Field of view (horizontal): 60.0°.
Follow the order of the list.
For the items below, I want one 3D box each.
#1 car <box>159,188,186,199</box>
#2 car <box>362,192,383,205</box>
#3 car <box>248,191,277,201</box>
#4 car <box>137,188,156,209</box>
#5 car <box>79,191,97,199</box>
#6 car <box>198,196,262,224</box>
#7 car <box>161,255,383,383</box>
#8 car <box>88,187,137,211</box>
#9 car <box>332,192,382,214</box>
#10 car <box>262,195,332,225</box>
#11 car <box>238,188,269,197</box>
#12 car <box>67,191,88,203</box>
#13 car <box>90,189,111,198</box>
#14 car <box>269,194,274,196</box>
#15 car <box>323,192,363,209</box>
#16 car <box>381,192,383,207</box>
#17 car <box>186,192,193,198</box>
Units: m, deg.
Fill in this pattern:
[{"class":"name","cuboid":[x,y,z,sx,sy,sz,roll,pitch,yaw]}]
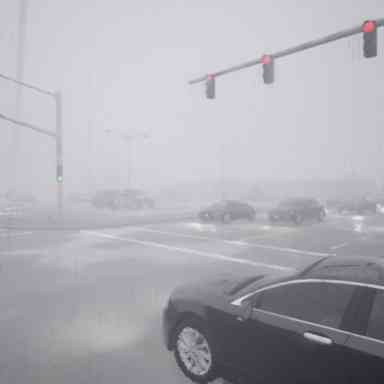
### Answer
[{"class":"car","cuboid":[-3.870,0.281,60.007,1.932,1.855,4.605,-1,1,-45]},{"class":"car","cuboid":[23.204,0.737,41.117,5.357,1.411,2.033,-1,1,-42]},{"class":"car","cuboid":[10.501,0.562,49.553,1.970,1.475,3.806,-1,1,-45]},{"class":"car","cuboid":[-5.541,0.690,33.747,1.905,1.878,3.866,-1,1,-45]},{"class":"car","cuboid":[-20.264,0.551,64.944,1.784,1.438,3.905,-1,1,-45]},{"class":"car","cuboid":[2.324,1.216,21.602,4.181,1.385,1.994,-1,1,-44]},{"class":"car","cuboid":[1.701,1.436,3.405,4.892,1.490,1.837,1,2,44]},{"class":"car","cuboid":[-7.643,0.734,31.758,1.932,1.855,4.605,-1,1,-45]},{"class":"car","cuboid":[13.729,0.996,27.527,4.674,1.442,1.812,-1,1,-43]},{"class":"car","cuboid":[6.641,1.132,20.882,4.892,1.490,1.837,-1,1,-43]},{"class":"car","cuboid":[8.426,0.370,47.528,1.905,1.878,3.866,-1,1,-45]},{"class":"car","cuboid":[-15.855,0.799,48.103,1.970,1.475,3.806,-1,1,-45]},{"class":"car","cuboid":[-18.387,0.296,66.857,1.932,1.855,4.605,-1,1,-45]},{"class":"car","cuboid":[8.693,1.036,27.605,4.674,1.442,1.812,-1,1,-43]},{"class":"car","cuboid":[15.459,0.838,33.937,5.008,1.535,1.882,-1,1,-43]},{"class":"car","cuboid":[21.496,0.846,34.773,5.357,1.411,2.033,-1,1,-43]},{"class":"car","cuboid":[-1.758,0.444,61.995,1.784,1.438,3.905,-1,1,-45]}]
